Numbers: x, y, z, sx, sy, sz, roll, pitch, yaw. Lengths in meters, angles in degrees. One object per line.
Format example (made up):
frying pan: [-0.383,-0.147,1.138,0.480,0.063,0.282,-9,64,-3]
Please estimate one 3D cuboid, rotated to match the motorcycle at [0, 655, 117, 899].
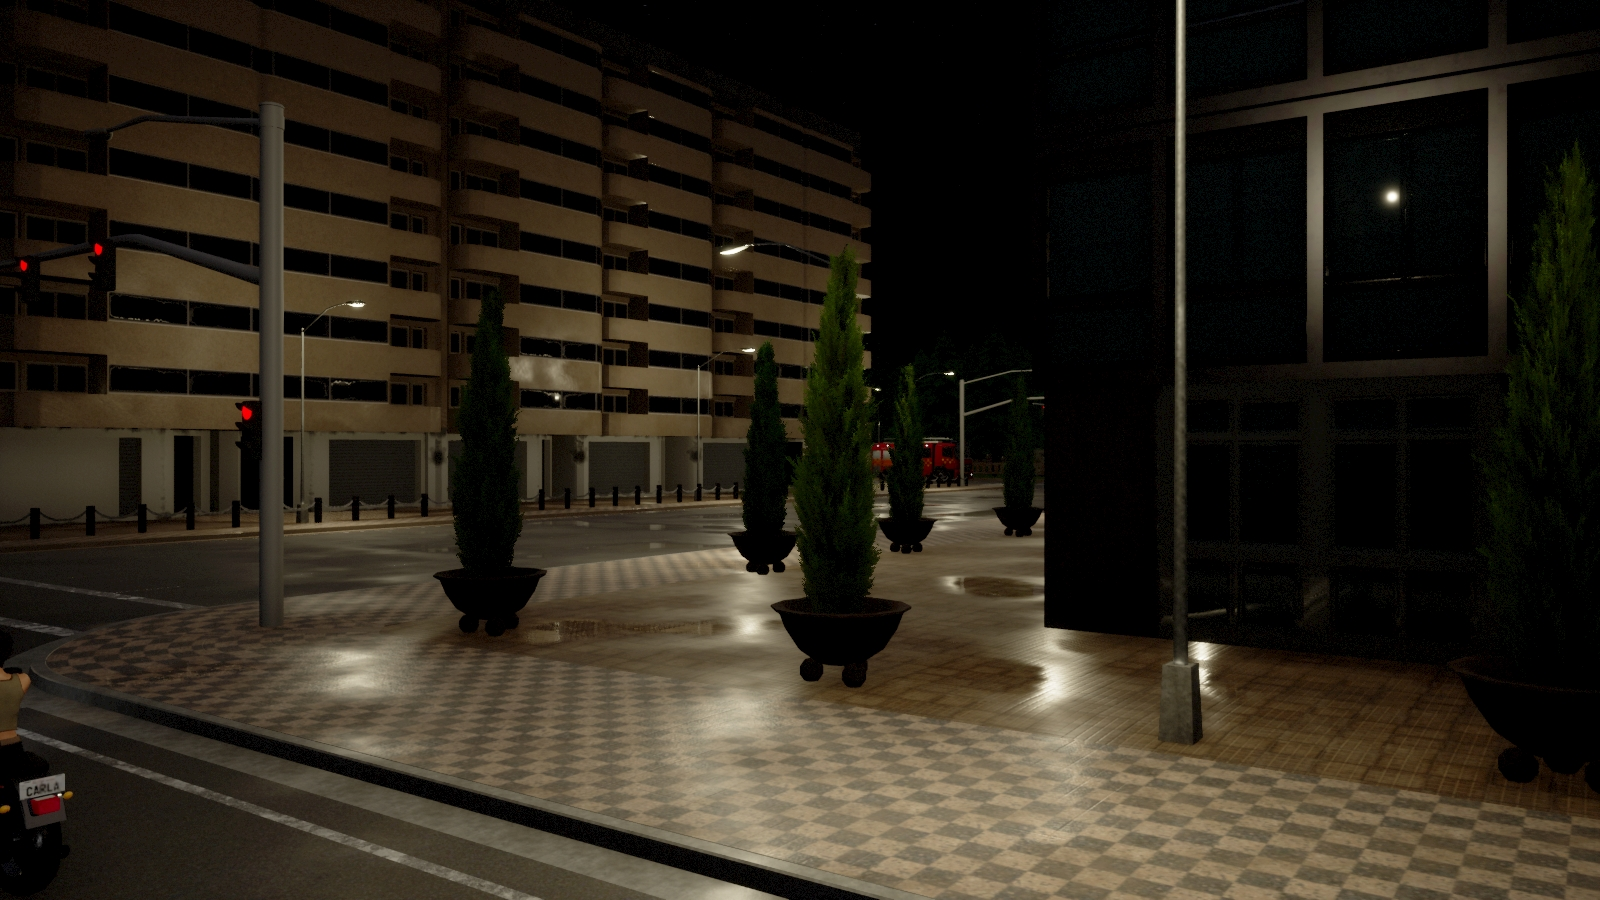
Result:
motorcycle: [-5.562,2.151,7.682,2.356,1.307,0.764,0,0,35]
